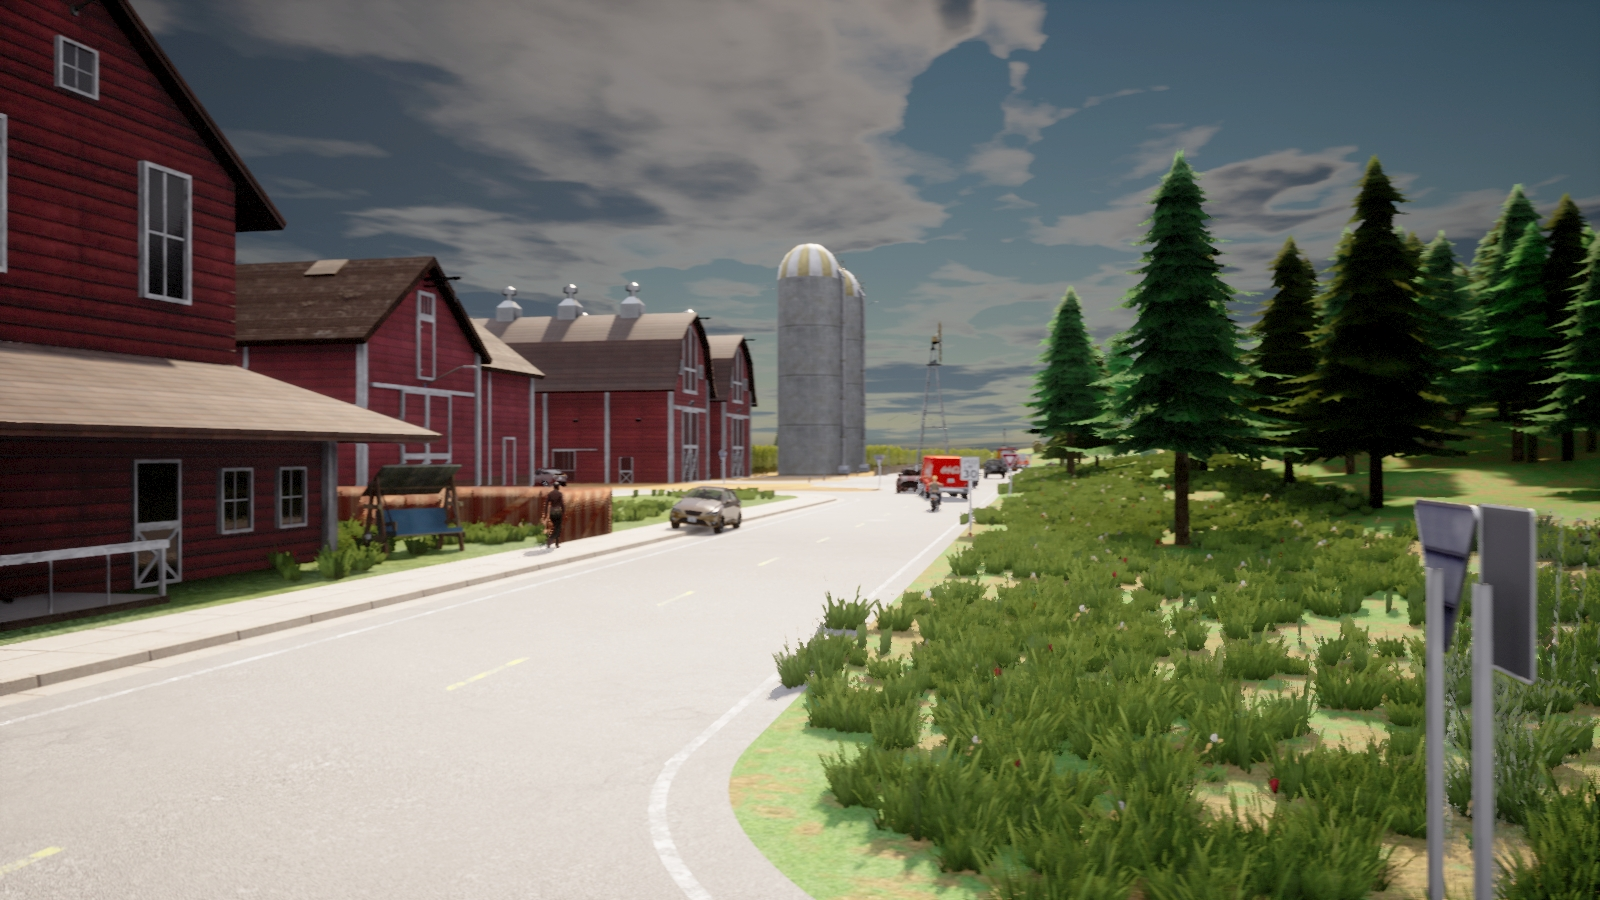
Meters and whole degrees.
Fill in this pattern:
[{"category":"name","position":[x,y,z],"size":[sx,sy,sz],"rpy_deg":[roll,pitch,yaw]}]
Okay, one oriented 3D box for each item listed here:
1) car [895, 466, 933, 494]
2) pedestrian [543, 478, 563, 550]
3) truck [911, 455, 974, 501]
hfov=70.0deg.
[{"category":"car","position":[7.670,1.980,76.590],"size":[2.097,1.767,4.553],"rpy_deg":[0,0,12]},{"category":"pedestrian","position":[-6.440,1.670,29.843],"size":[0.375,1.860,0.375],"rpy_deg":[0,0,15]},{"category":"truck","position":[8.360,1.599,67.489],"size":[2.627,2.467,5.204],"rpy_deg":[1,0,-4]}]
